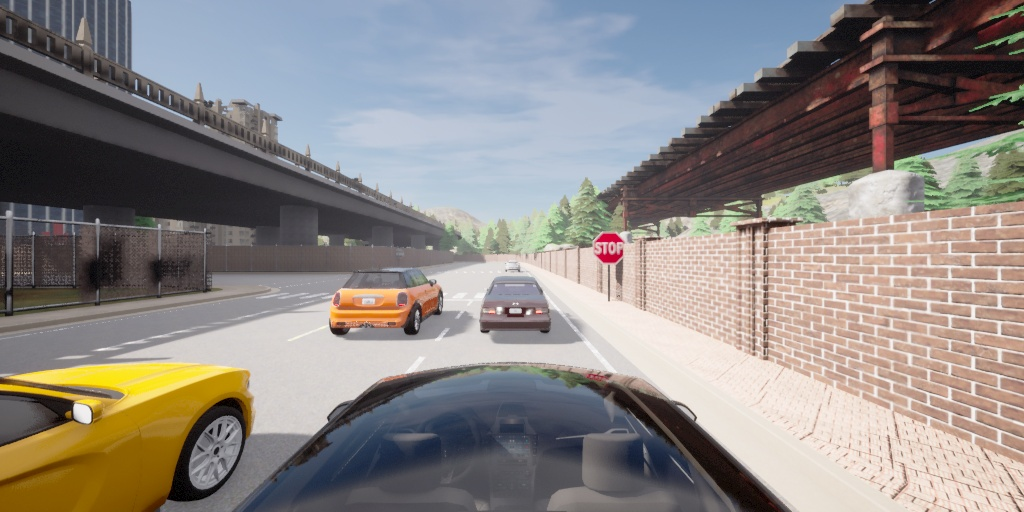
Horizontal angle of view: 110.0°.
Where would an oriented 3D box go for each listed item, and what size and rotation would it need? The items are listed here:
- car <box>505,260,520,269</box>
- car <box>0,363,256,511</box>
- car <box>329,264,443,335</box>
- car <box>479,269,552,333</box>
[{"bbox_3d":[0.086,1.276,45.551,1.812,1.442,4.674,0,0,-1],"label":"car"},{"bbox_3d":[-3.399,1.228,1.413,1.882,1.535,5.008,0,0,0],"label":"car"},{"bbox_3d":[-3.423,1.102,10.670,2.097,1.767,4.553,0,0,0],"label":"car"},{"bbox_3d":[0.078,1.297,10.693,2.033,1.411,5.357,0,0,0],"label":"car"}]
